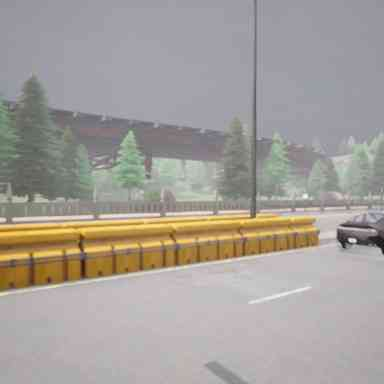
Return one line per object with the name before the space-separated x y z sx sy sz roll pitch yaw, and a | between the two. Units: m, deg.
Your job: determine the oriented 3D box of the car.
car | 7.987 1.626 13.857 4.902 1.511 2.128 1 0 -35
